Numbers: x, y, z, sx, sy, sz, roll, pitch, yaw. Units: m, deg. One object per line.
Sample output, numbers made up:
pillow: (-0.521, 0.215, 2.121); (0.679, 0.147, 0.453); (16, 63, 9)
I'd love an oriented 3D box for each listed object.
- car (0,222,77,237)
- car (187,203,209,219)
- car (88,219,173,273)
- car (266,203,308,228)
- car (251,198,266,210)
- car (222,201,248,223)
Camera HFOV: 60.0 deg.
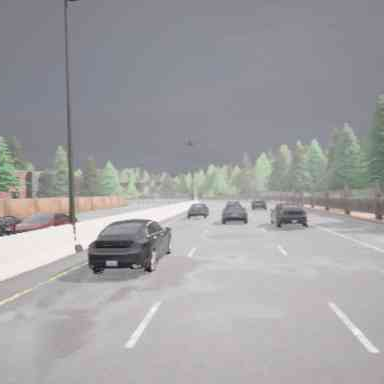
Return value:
car: (-8.284, 1.932, 18.760); (1.882, 1.535, 5.008); (-2, -1, 7)
car: (0.659, 1.844, 33.384); (2.033, 1.411, 5.357); (-2, -1, 7)
car: (-1.895, 1.678, 11.389); (1.837, 1.490, 4.892); (-2, 0, 7)
car: (6.425, 1.506, 22.390); (1.837, 1.490, 4.892); (-2, 0, 7)
car: (9.139, 1.624, 45.766); (2.128, 1.511, 4.902); (-2, 0, 7)
car: (3.418, 1.706, 26.809); (1.994, 1.385, 4.181); (-2, 0, 7)
